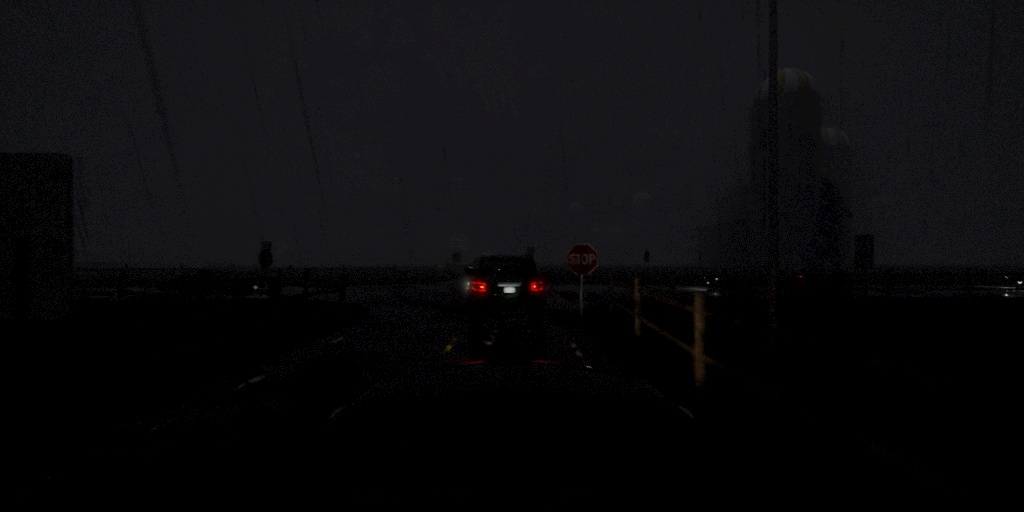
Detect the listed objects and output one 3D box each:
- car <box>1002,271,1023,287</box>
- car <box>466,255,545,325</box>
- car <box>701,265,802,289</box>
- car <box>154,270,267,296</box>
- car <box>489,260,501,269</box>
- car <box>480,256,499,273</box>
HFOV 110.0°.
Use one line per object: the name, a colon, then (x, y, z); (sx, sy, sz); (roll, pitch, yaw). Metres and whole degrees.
car: (33.832, 1.235, 21.994); (5.357, 1.411, 2.033); (0, 0, 0)
car: (-0.387, 0.973, 12.077); (2.150, 2.045, 5.566); (0, 0, -7)
car: (14.708, 1.257, 22.031); (5.357, 1.411, 2.033); (0, 0, 0)
car: (-15.890, 1.405, 19.159); (4.718, 1.301, 1.895); (0, 0, -1)
car: (-2.794, 1.373, 60.891); (1.812, 1.442, 4.674); (0, 0, 1)
car: (-2.851, 1.024, 46.974); (2.150, 2.045, 5.566); (0, 0, 0)
